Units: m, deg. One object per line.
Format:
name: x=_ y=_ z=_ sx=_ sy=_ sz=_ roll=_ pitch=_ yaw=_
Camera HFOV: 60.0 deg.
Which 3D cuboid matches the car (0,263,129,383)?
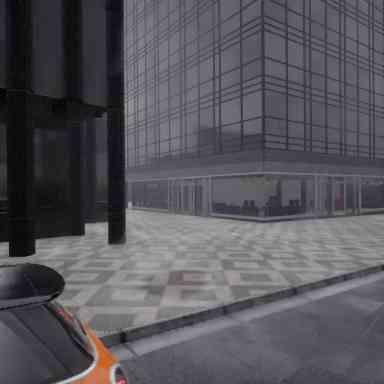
car: x=-2.559 y=1.352 z=1.561 sx=4.553 sy=1.767 sz=2.097 roll=0 pitch=0 yaw=-35
